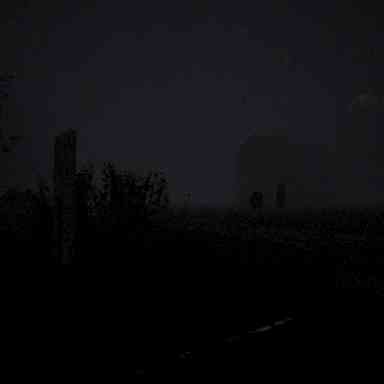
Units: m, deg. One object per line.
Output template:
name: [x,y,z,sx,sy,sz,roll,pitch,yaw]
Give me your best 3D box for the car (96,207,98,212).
car: [-13.542,2.161,48.518,1.994,1.385,4.181,1,-1,-34]
